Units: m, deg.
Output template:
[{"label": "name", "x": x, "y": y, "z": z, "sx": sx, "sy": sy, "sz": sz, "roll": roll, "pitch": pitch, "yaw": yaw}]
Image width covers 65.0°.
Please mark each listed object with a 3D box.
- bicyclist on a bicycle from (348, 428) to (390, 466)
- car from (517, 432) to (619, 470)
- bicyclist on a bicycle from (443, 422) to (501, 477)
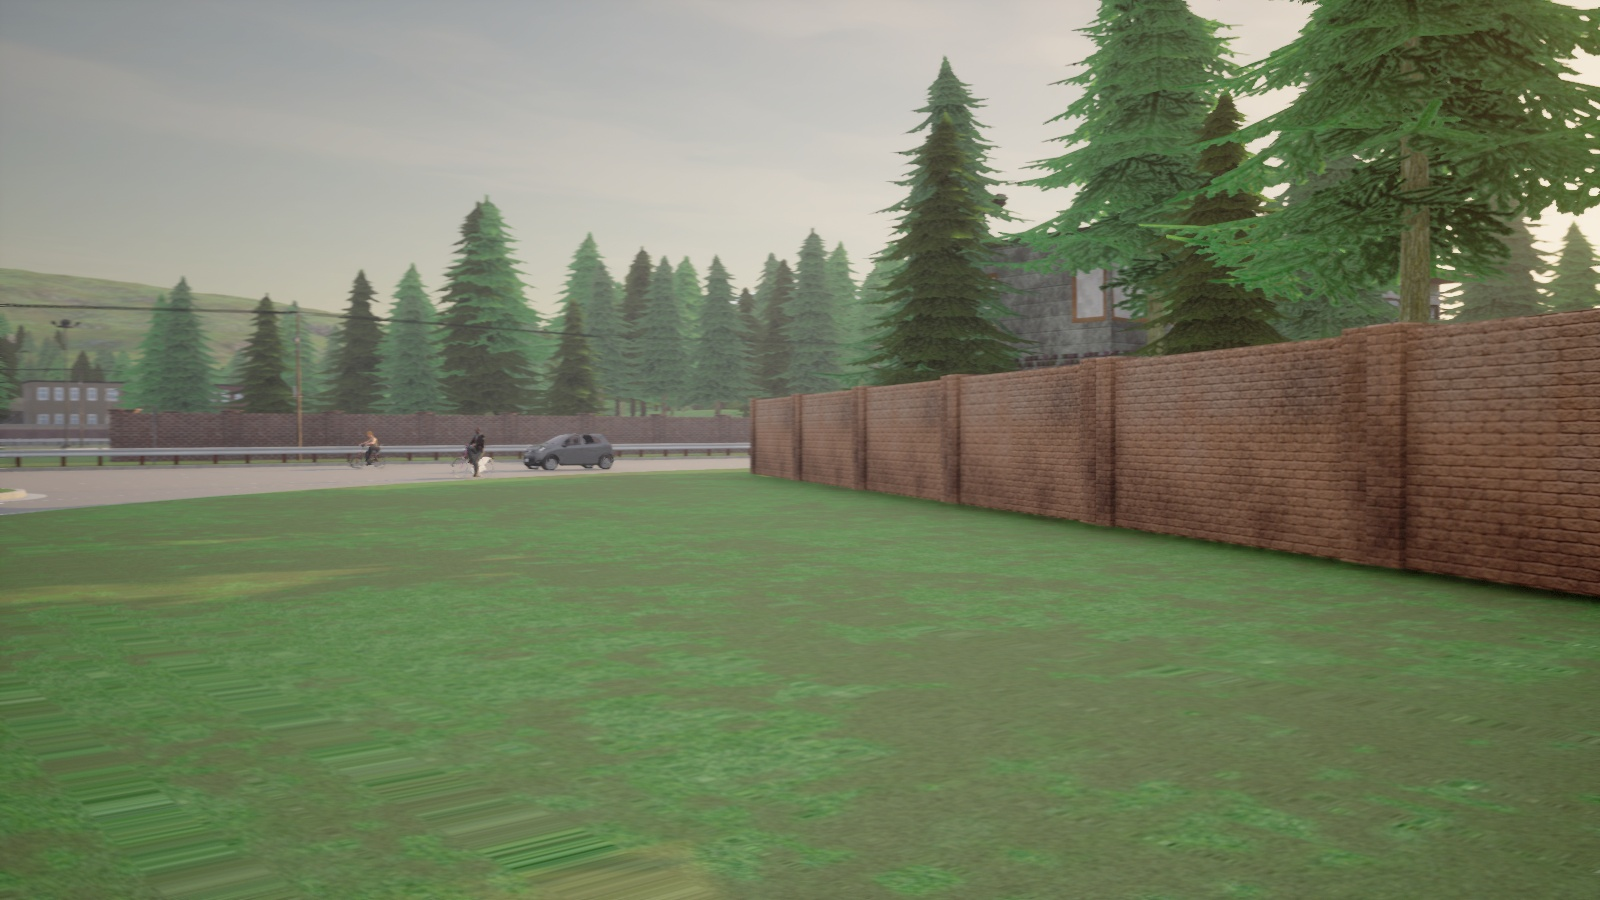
[{"label": "bicyclist on a bicycle", "x": -18.246, "y": -0.131, "z": 53.158, "sx": 1.509, "sy": 1.612, "sz": 0.866, "roll": 0, "pitch": 1, "yaw": -38}, {"label": "car", "x": -9.444, "y": 0.028, "z": 51.202, "sx": 3.633, "sy": 1.501, "sz": 1.845, "roll": 0, "pitch": 1, "yaw": -38}, {"label": "bicyclist on a bicycle", "x": -11.003, "y": 0.006, "z": 42.174, "sx": 0.659, "sy": 1.776, "sz": 1.843, "roll": 2, "pitch": 0, "yaw": 33}]
